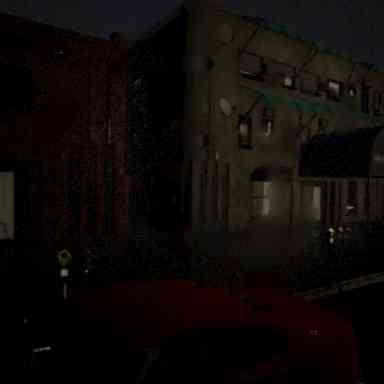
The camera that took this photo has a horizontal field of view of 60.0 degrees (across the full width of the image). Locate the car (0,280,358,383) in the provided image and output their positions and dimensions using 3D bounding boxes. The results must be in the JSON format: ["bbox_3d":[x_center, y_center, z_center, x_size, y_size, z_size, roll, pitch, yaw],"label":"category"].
[{"bbox_3d":[-0.544,1.494,2.573,4.507,1.381,1.887,1,0,-34],"label":"car"}]
